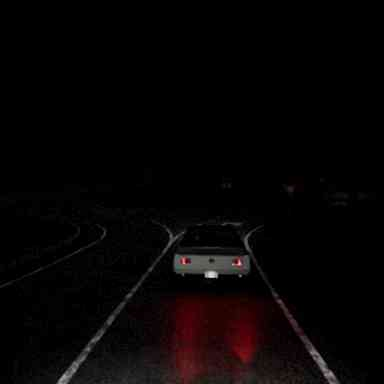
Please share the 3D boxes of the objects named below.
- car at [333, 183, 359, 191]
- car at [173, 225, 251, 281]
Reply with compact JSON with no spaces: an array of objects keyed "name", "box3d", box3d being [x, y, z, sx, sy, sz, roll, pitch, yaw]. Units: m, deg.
[{"name":"car","box3d":[20.945,-1.001,45.321,1.812,1.442,4.674,0,5,-1]},{"name":"car","box3d":[0.586,1.663,10.146,1.895,1.301,4.718,0,1,3]}]
